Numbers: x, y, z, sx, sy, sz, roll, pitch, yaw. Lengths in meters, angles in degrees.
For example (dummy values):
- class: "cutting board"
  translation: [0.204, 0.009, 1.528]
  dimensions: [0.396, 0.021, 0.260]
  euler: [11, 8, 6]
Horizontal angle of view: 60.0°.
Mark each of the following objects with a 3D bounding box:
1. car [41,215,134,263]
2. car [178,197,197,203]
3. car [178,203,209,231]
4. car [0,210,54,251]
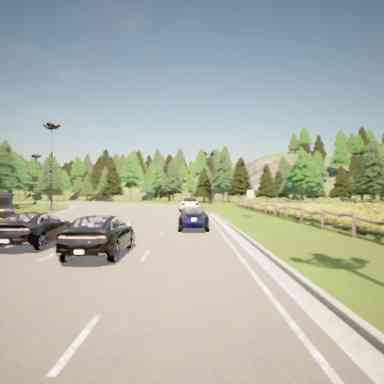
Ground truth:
- class: "car"
  translation: [-3.394, 1.610, 12.417]
  dimensions: [2.128, 1.511, 4.902]
  euler: [0, 0, 0]
- class: "car"
  translation: [-0.535, 1.615, 41.893]
  dimensions: [2.150, 2.045, 5.566]
  euler: [0, 0, -6]
- class: "car"
  translation: [0.111, 1.712, 22.238]
  dimensions: [2.163, 1.488, 4.792]
  euler: [0, 0, 0]
- class: "car"
  translation: [-6.894, 1.632, 14.730]
  dimensions: [2.128, 1.511, 4.902]
  euler: [0, 0, 0]
